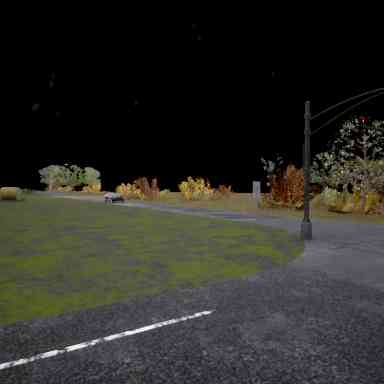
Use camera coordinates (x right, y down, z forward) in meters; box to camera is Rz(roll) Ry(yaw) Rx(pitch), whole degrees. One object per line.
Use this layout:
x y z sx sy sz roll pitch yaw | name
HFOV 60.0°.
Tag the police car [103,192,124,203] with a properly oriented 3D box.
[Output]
-11.669 0.754 49.731 1.930 1.638 5.238 2 0 -32 | police car
